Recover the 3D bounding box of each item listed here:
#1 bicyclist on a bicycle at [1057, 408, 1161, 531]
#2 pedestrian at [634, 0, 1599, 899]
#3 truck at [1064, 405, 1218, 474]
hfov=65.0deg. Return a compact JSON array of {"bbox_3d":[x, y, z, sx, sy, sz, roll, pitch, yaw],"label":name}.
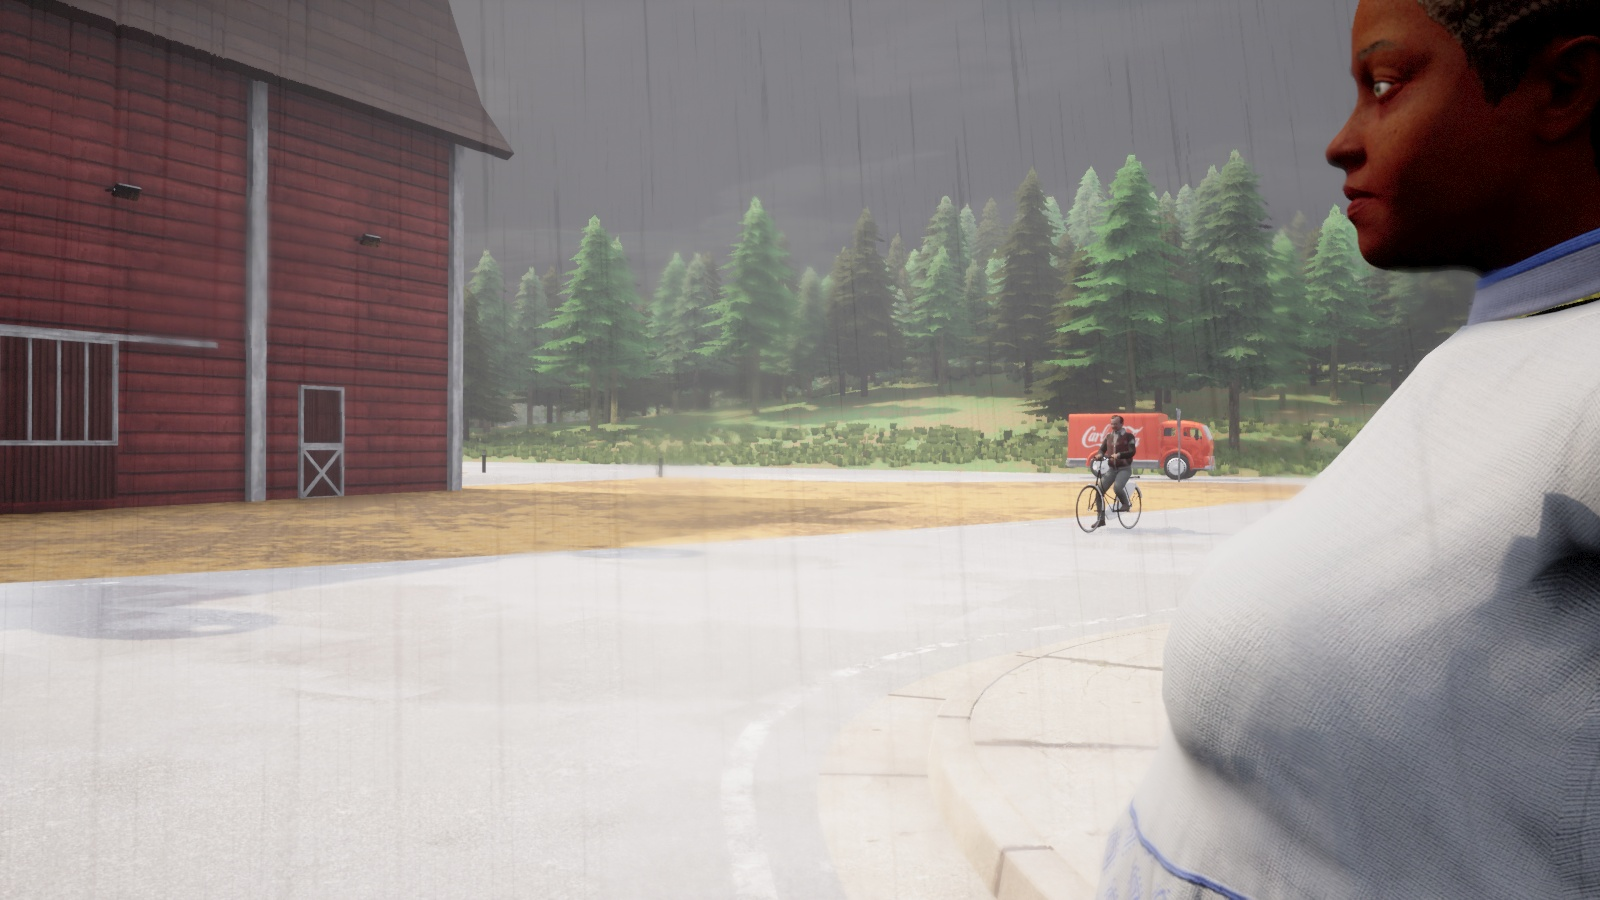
[{"bbox_3d":[4.672,0.268,18.923,1.843,1.776,0.659,-1,1,-45],"label":"bicyclist on a bicycle"},{"bbox_3d":[0.492,0.512,0.896,0.900,1.855,0.874,0,0,19],"label":"pedestrian"},{"bbox_3d":[12.915,-0.380,47.505,5.204,2.467,2.627,0,0,26],"label":"truck"}]
